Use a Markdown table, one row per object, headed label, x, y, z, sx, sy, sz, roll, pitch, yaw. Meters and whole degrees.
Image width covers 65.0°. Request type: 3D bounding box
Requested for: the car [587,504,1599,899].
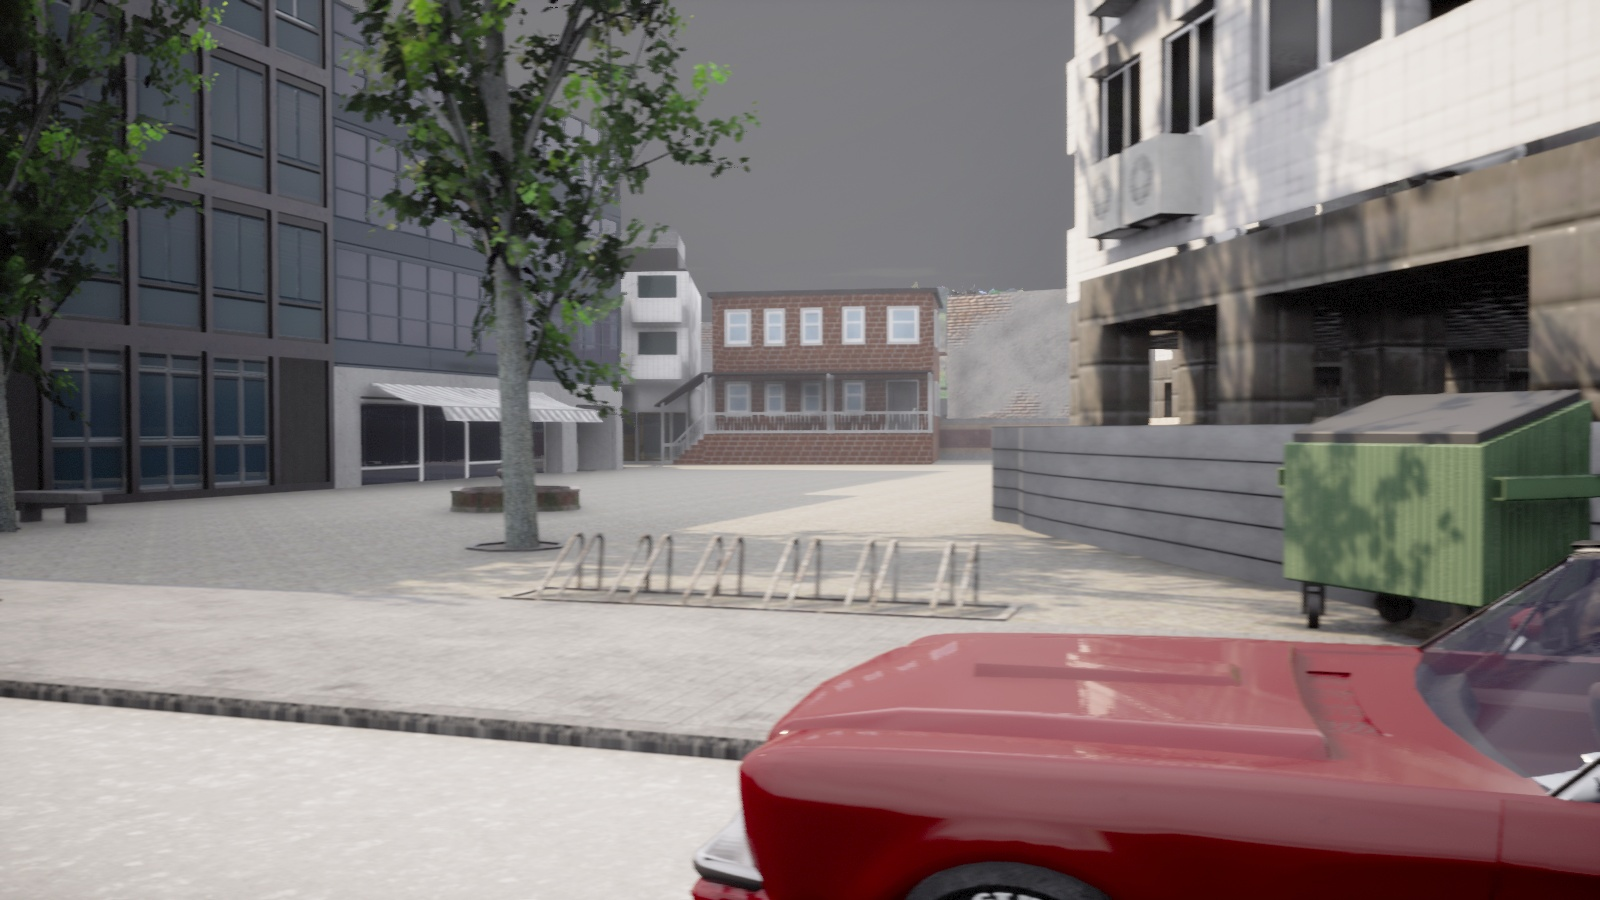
| label | x | y | z | sx | sy | sz | roll | pitch | yaw |
| --- | --- | --- | --- | --- | --- | --- | --- | --- | --- |
| car | 2.049 | 0.886 | 3.031 | 4.718 | 1.301 | 1.895 | 1 | 1 | 19 |
